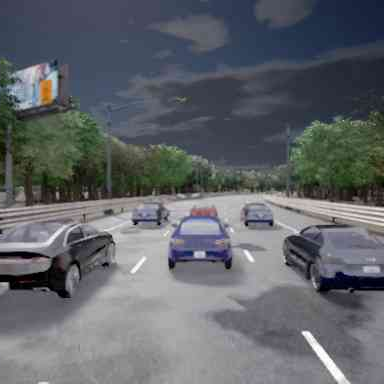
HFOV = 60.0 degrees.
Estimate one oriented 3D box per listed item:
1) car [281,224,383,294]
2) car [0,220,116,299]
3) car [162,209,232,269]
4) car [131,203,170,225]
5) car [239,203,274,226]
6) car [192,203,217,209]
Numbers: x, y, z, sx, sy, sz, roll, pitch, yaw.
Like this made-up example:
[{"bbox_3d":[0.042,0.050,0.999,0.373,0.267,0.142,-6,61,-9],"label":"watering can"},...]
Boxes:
[{"bbox_3d":[3.702,1.522,8.710,1.994,1.385,4.181,0,0,2],"label":"car"},{"bbox_3d":[-3.317,1.444,8.328,2.128,1.511,4.902,0,0,2],"label":"car"},{"bbox_3d":[0.273,1.470,10.889,1.812,1.442,4.674,0,0,2],"label":"car"},{"bbox_3d":[-2.724,1.428,22.727,2.033,1.411,5.357,0,0,4],"label":"car"},{"bbox_3d":[4.268,1.438,22.380,2.033,1.411,5.357,0,0,4],"label":"car"},{"bbox_3d":[0.937,1.476,24.835,1.895,1.301,4.718,0,0,4],"label":"car"}]
